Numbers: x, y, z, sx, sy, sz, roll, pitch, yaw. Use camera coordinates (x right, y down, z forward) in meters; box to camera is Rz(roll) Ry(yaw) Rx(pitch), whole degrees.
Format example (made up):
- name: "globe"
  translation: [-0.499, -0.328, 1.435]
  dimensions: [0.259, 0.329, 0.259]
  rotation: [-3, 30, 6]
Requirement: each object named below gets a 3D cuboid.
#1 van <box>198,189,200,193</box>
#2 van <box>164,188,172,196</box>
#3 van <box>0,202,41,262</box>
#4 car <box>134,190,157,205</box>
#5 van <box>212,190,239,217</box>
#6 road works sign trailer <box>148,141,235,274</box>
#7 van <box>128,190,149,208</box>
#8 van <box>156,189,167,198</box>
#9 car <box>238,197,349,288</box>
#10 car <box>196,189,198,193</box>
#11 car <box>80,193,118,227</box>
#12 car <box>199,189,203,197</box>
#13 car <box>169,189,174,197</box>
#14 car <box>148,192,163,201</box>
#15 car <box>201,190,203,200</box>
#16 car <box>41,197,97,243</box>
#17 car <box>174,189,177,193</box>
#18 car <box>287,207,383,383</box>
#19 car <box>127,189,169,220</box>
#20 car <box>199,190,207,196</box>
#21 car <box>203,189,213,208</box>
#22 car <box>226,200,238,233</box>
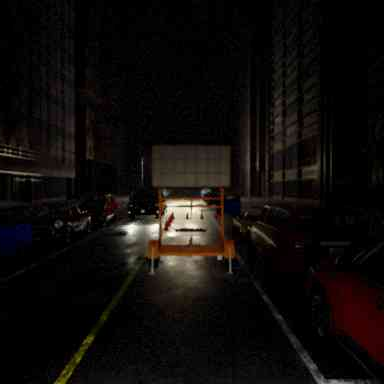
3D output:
- name: "van"
  translation: [2.637, 0.296, 64.832]
  dimensions: [1.690, 1.788, 3.998]
  rotation: [0, 1, 0]
- name: "van"
  translation: [-5.921, 0.030, 81.633]
  dimensions: [1.690, 1.788, 3.998]
  rotation: [0, 1, 0]
- name: "van"
  translation: [-5.779, 1.197, 8.719]
  dimensions: [1.690, 1.788, 3.998]
  rotation: [0, 1, 0]
- name: "car"
  translation: [-5.844, 0.629, 42.371]
  dimensions: [2.192, 1.841, 5.009]
  rotation: [0, 1, 0]
- name: "van"
  translation: [2.713, 0.925, 25.573]
  dimensions: [1.690, 1.788, 3.998]
  rotation: [0, 1, 0]
- name: "road works sign trailer"
  translation: [-0.020, 0.301, 9.898]
  dimensions: [2.380, 3.560, 2.880]
  rotation: [0, 1, 0]
- name: "van"
  translation: [-5.833, 0.745, 36.763]
  dimensions: [1.690, 1.788, 3.998]
  rotation: [0, 1, 0]
- name: "van"
  translation: [-5.888, 0.297, 64.807]
  dimensions: [1.690, 1.788, 3.998]
  rotation: [0, 1, 0]
- name: "car"
  translation: [2.746, 1.170, 8.747]
  dimensions: [2.192, 1.841, 5.009]
  rotation: [0, 1, 0]
- name: "car"
  translation: [2.615, 0.343, 76.052]
  dimensions: [1.947, 1.339, 4.313]
  rotation: [0, 1, 0]
- name: "car"
  translation: [-5.801, 0.990, 19.936]
  dimensions: [2.192, 1.841, 5.009]
  rotation: [0, 1, 0]
- name: "car"
  translation: [2.659, 0.574, 53.616]
  dimensions: [1.967, 1.590, 4.097]
  rotation: [0, 1, 0]
- name: "car"
  translation: [-5.910, 0.218, 76.026]
  dimensions: [1.967, 1.590, 4.097]
  rotation: [0, 1, 0]
- name: "car"
  translation: [-5.866, 0.686, 53.592]
  dimensions: [2.008, 1.369, 4.403]
  rotation: [0, 1, 0]
- name: "car"
  translation: [2.670, 0.768, 48.010]
  dimensions: [1.887, 1.381, 4.507]
  rotation: [0, 1, 0]
- name: "car"
  translation: [-5.790, 1.206, 14.329]
  dimensions: [1.967, 1.590, 4.097]
  rotation: [0, 1, 0]
- name: "car"
  translation: [-5.943, 0.043, 92.683]
  dimensions: [1.752, 1.417, 4.829]
  rotation: [0, 1, 0]
- name: "car"
  translation: [2.757, 1.261, 3.139]
  dimensions: [2.192, 1.841, 5.009]
  rotation: [0, 1, 0]
- name: "car"
  translation: [-3.147, 0.830, 24.011]
  dimensions: [2.150, 2.045, 5.566]
  rotation: [0, 1, 0]
- name: "car"
  translation: [2.604, 0.210, 81.830]
  dimensions: [1.752, 1.417, 4.829]
  rotation: [0, 1, 0]
- name: "car"
  translation: [2.692, 0.718, 36.789]
  dimensions: [2.192, 1.841, 5.009]
  rotation: [0, 1, 0]
- name: "car"
  translation: [2.735, 1.287, 14.529]
  dimensions: [1.752, 1.417, 4.829]
  rotation: [0, 1, 0]
